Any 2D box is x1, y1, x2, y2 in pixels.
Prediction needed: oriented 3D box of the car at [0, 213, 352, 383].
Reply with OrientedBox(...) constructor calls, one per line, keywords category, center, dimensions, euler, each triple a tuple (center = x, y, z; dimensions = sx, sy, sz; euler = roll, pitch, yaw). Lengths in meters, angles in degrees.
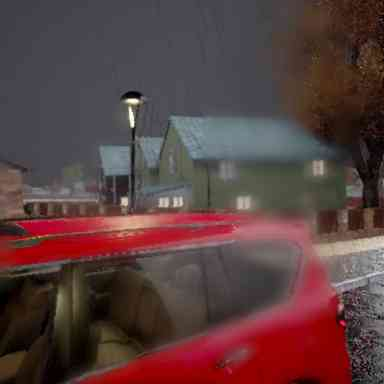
OrientedBox(category="car", center=(-1.191, 1.223, 2.221), dimensions=(5.566, 2.045, 2.150), euler=(1, 0, -35))
